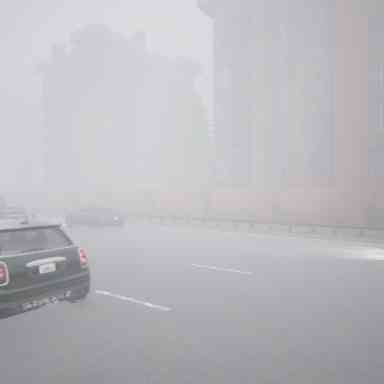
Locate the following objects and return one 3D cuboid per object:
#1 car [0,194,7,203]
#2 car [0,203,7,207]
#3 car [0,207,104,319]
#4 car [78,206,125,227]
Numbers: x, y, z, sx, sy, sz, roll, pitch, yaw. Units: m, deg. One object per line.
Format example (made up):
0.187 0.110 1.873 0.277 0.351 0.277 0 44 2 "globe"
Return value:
-19.153 1.221 30.573 5.566 2.045 2.150 0 0 36 "car"
-12.078 1.601 21.223 4.718 1.301 1.895 0 0 36 "car"
-4.246 1.352 7.025 4.553 1.767 2.097 0 0 36 "car"
-6.263 1.563 21.371 4.181 1.385 1.994 0 0 36 "car"
